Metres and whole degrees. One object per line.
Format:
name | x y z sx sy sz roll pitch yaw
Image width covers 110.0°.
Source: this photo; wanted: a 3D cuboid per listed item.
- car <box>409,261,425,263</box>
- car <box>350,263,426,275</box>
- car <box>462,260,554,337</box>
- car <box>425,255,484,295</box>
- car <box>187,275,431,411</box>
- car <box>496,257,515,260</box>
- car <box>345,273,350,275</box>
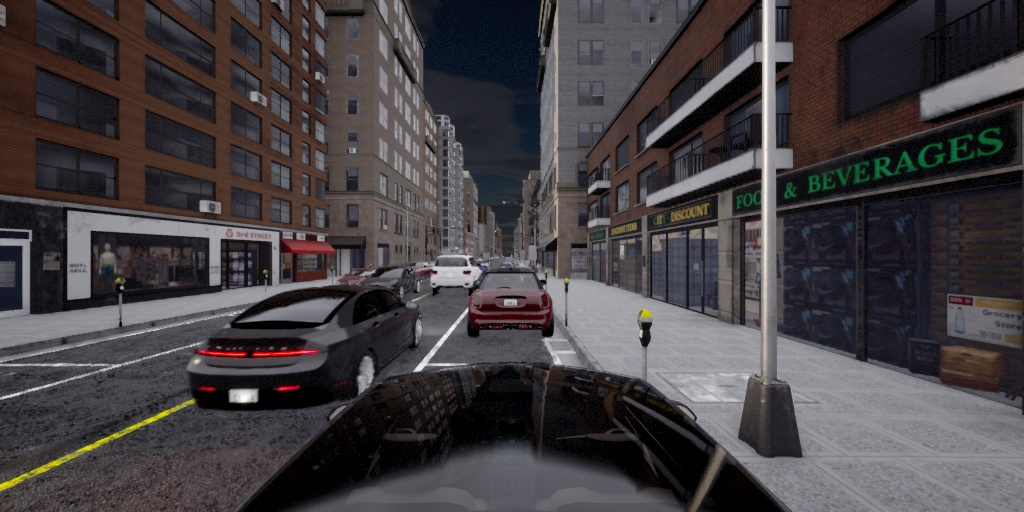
car | -8.408 1.190 31.425 1.967 1.591 4.097 0 0 0
car | -5.869 1.255 17.663 1.837 1.490 4.892 0 0 0
car | -0.033 1.102 10.470 2.097 1.767 4.553 0 0 0
car | -3.016 0.972 20.149 2.150 2.045 5.566 0 0 0
car | -2.916 1.255 6.269 1.837 1.490 4.892 0 0 -1
car | -0.383 1.190 36.951 1.967 1.591 4.097 0 0 0
car | -8.408 1.332 20.388 1.802 1.307 4.207 0 0 0
